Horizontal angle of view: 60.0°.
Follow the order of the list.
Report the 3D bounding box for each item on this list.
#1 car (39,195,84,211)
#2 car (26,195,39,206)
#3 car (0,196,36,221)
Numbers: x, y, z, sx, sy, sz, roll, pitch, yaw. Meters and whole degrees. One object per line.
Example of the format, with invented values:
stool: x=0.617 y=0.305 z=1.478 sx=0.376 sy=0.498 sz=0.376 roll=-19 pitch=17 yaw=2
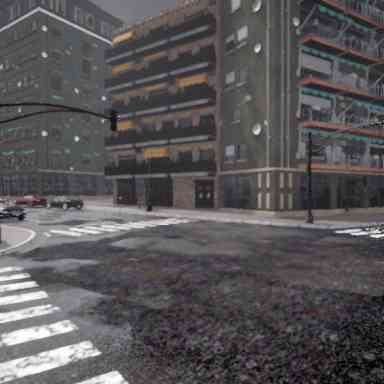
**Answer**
car: x=-11.990 y=1.001 z=31.329 sx=4.403 sy=1.369 sz=2.008 roll=1 pitch=0 yaw=35
car: x=-16.509 y=0.919 z=34.508 sx=4.206 sy=1.307 sz=1.802 roll=1 pitch=0 yaw=35
car: x=-12.320 y=1.108 z=21.315 sx=4.403 sy=1.369 sz=2.008 roll=1 pitch=0 yaw=35
